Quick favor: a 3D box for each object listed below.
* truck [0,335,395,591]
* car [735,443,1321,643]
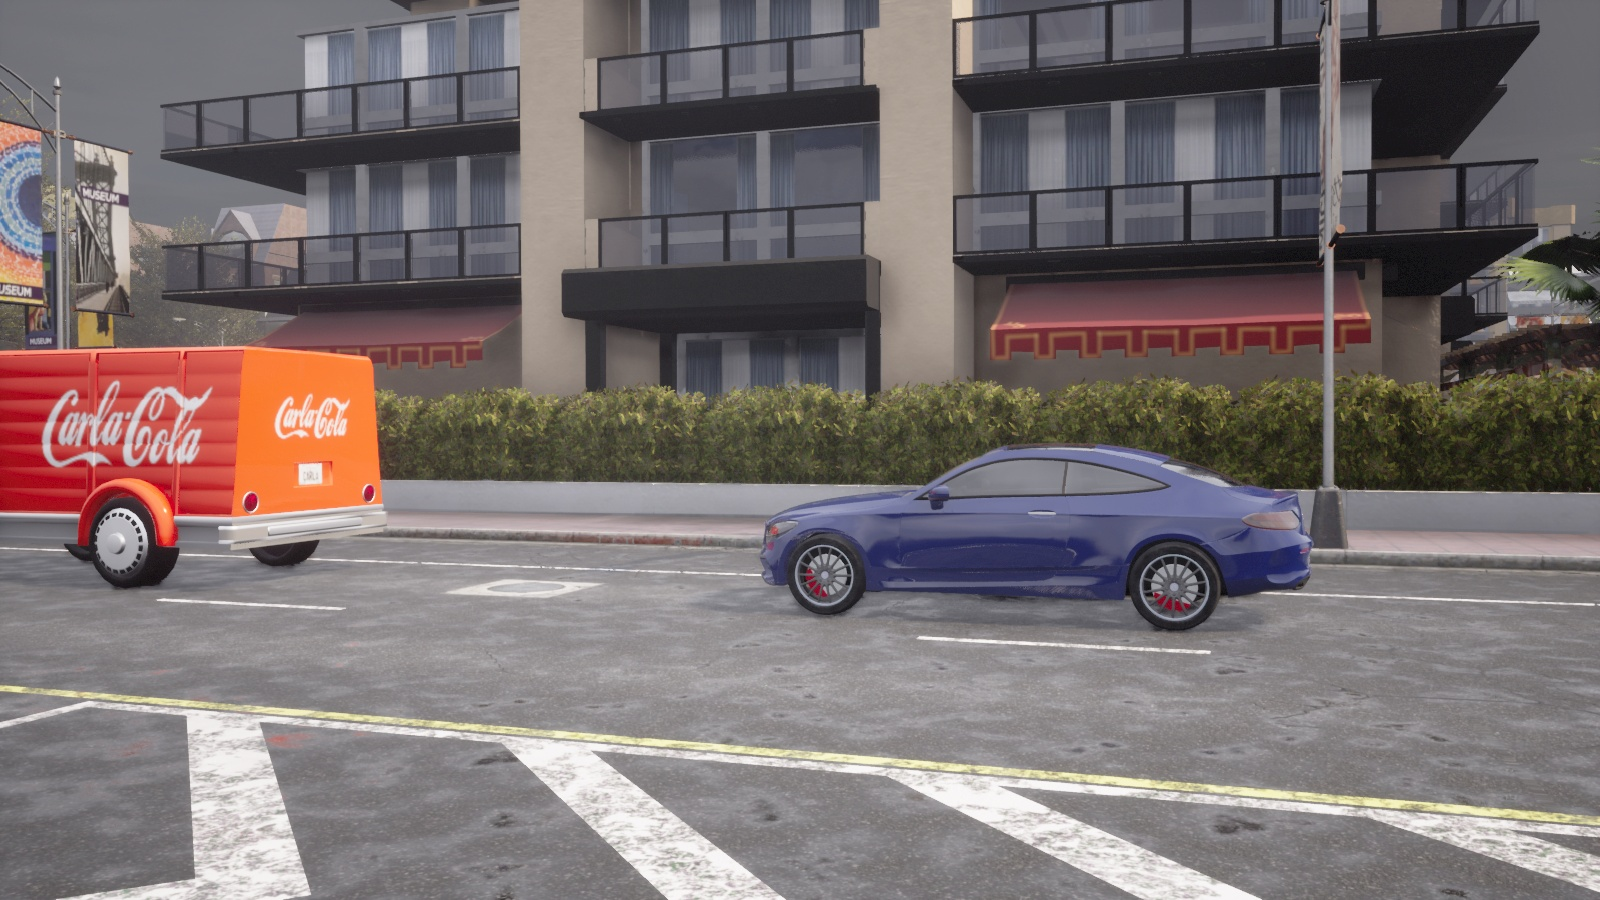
[{"bbox_3d":[-7.582,0.086,14.150,5.204,2.467,2.627,1,1,19],"label":"truck"},{"bbox_3d":[1.945,0.684,10.949,4.674,1.442,1.812,1,1,18],"label":"car"}]
